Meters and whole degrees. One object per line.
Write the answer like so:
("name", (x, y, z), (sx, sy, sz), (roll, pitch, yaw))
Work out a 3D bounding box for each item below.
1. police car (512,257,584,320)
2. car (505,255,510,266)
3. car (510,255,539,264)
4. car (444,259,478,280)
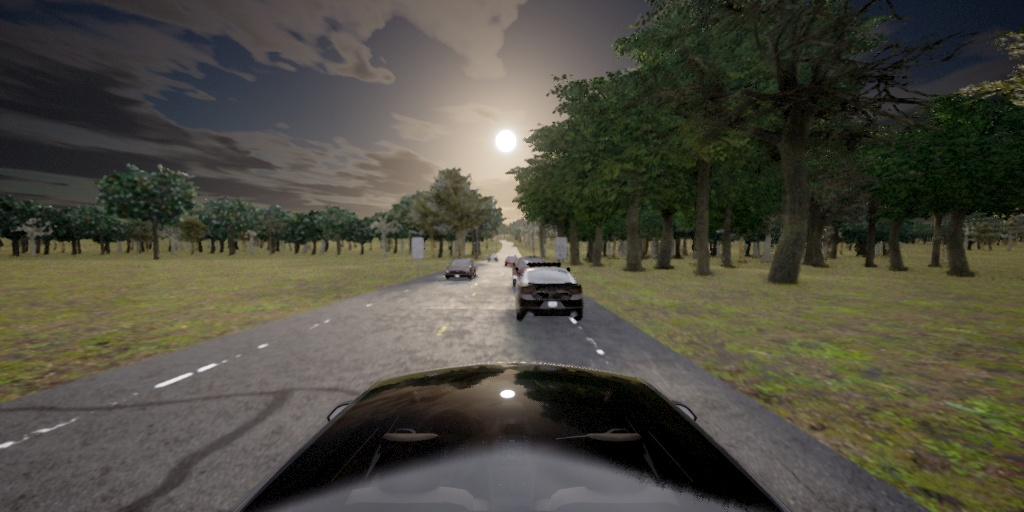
("police car", (1.054, 1.003, 11.894), (1.930, 1.638, 5.238), (0, 1, 0))
("car", (0.026, 0.587, 48.684), (1.994, 1.385, 4.181), (0, 1, 1))
("car", (1.056, 0.769, 21.757), (2.097, 1.767, 4.553), (0, 1, 0))
("car", (-3.586, 0.894, 26.166), (2.033, 1.411, 5.357), (0, 1, 0))
